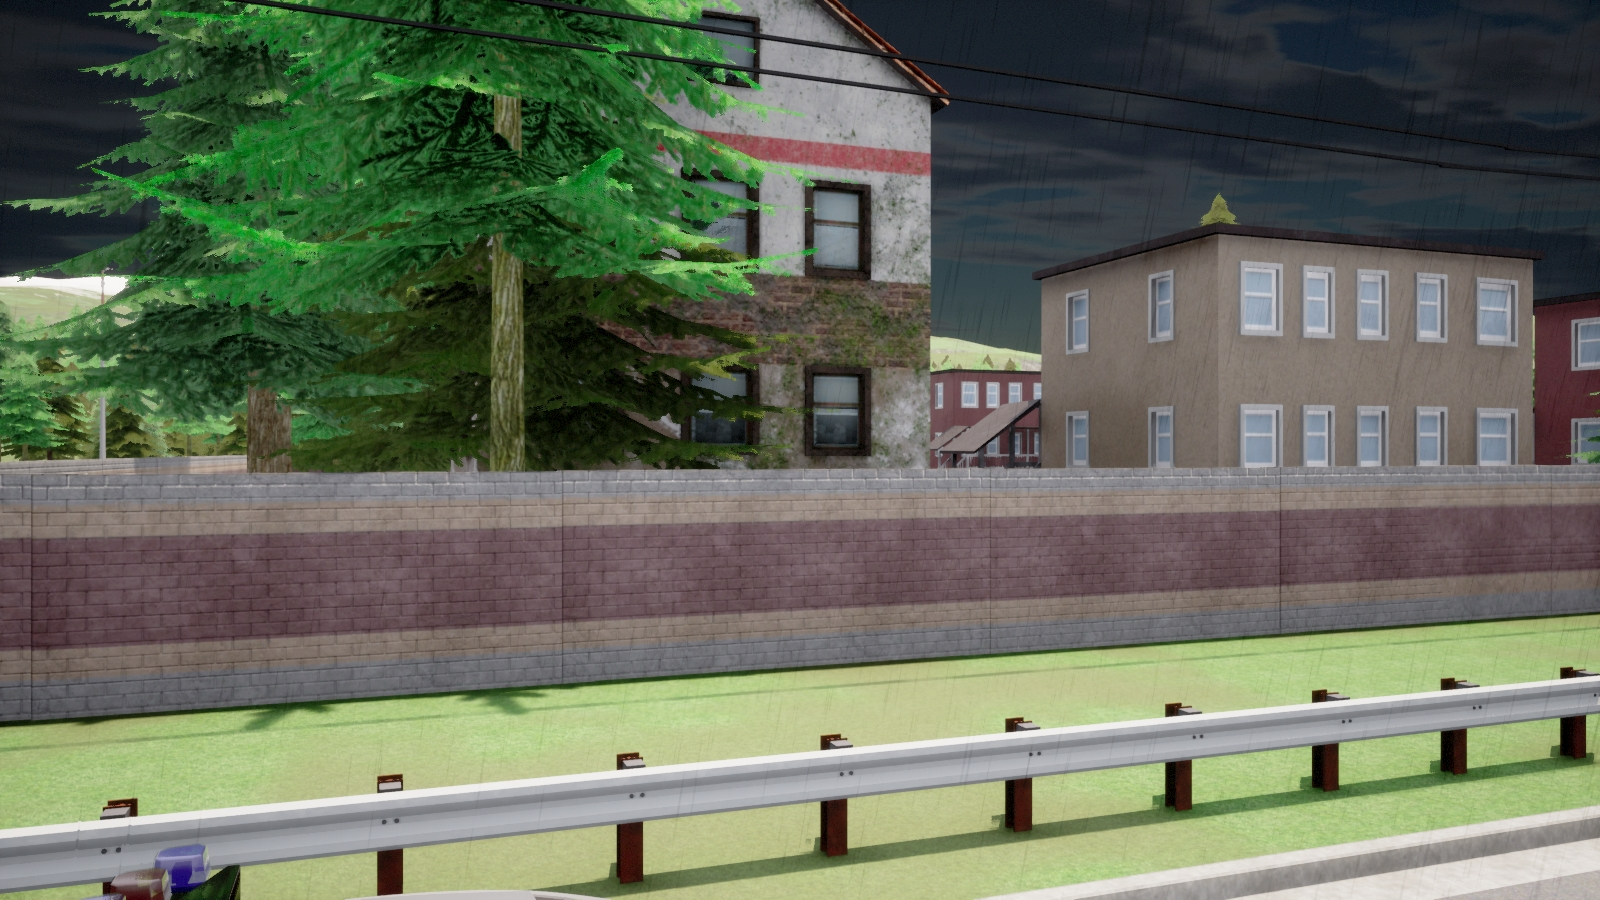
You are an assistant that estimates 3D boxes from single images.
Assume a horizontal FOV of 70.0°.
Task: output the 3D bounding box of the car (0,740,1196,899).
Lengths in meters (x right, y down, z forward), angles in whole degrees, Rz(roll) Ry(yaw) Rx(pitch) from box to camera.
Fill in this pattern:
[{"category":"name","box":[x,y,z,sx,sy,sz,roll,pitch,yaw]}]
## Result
[{"category":"car","box":[-1.671,1.982,2.695,5.238,1.638,2.097,0,0,-20]}]
